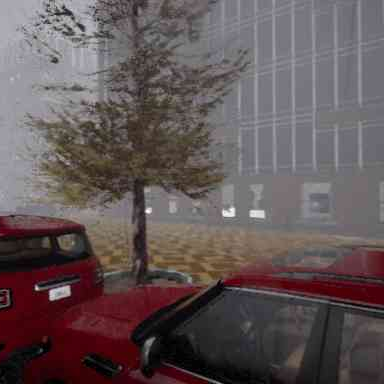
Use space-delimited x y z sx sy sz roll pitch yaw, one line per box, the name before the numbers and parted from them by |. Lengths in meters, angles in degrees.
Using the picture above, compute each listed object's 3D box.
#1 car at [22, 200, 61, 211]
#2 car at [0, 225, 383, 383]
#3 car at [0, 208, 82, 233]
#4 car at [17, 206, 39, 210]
car | -21.220 1.886 47.094 1.752 1.417 4.829 -2 -2 35
car | 0.974 1.314 2.194 5.009 1.841 2.192 0 0 36
car | -3.545 1.300 5.433 5.009 1.841 2.192 0 0 36
car | -17.584 1.657 37.830 1.967 1.590 4.097 -2 -2 35
